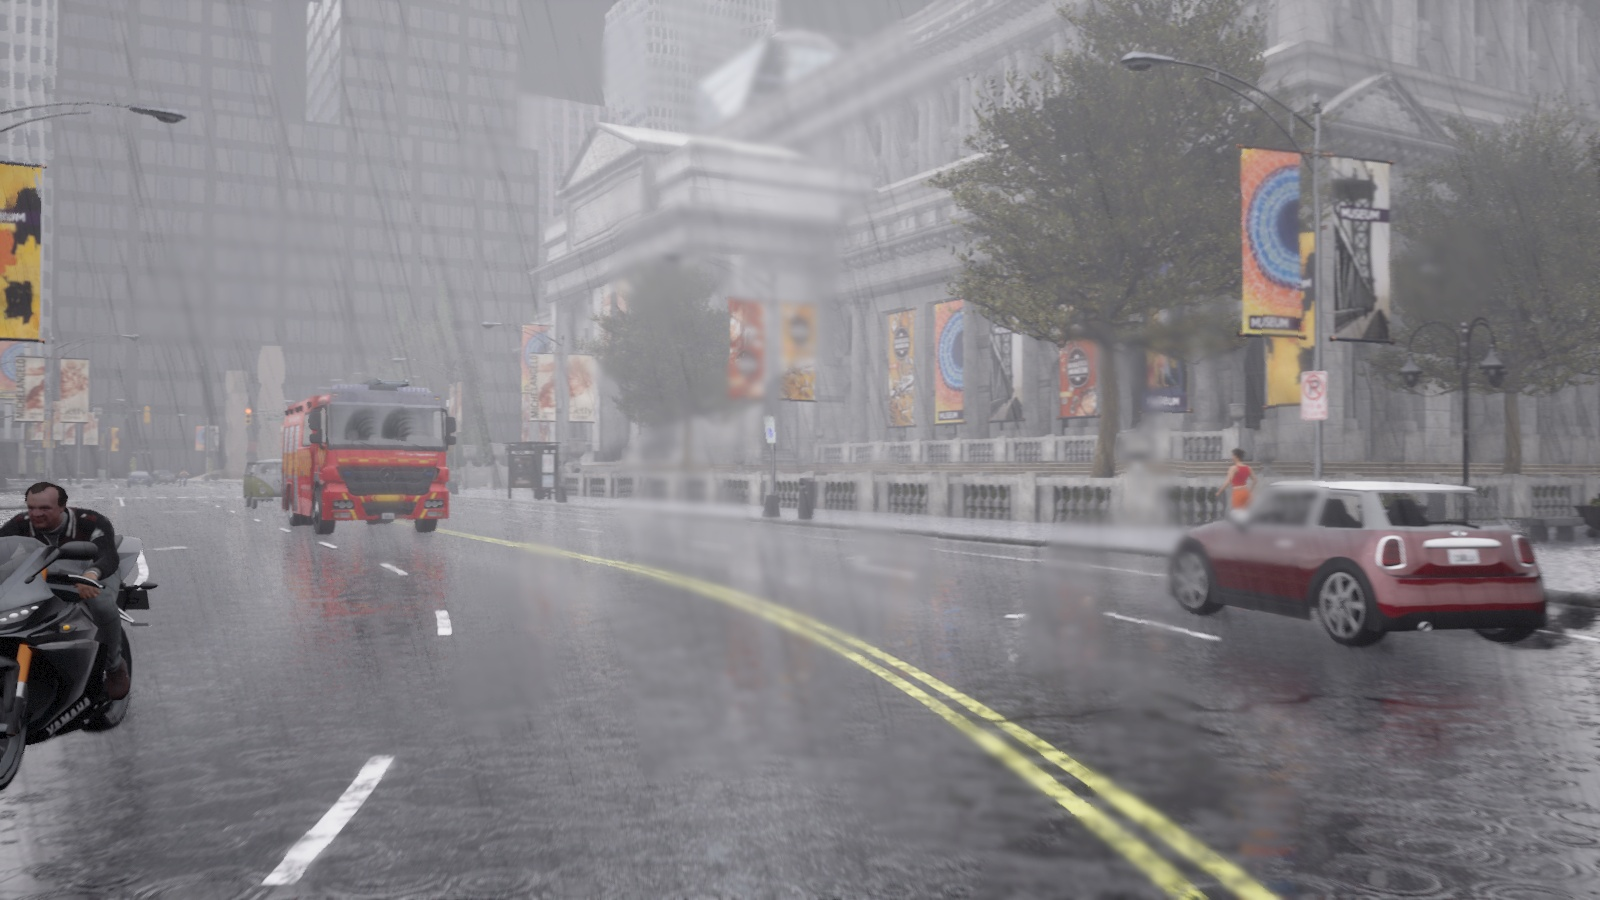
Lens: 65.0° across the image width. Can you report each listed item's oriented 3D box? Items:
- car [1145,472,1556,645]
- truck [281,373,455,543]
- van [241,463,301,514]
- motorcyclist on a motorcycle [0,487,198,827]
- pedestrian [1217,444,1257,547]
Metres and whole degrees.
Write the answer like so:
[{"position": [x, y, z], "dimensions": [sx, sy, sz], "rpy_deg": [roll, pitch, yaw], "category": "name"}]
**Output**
[{"position": [5.374, 0.970, 12.884], "dimensions": [1.970, 1.475, 3.806], "rpy_deg": [0, -1, -13], "category": "car"}, {"position": [-11.494, 0.255, 32.787], "dimensions": [2.891, 3.827, 8.468], "rpy_deg": [0, -1, -29], "category": "truck"}, {"position": [-21.484, 1.524, 50.913], "dimensions": [1.775, 1.987, 4.442], "rpy_deg": [0, -1, -29], "category": "van"}, {"position": [-4.052, 0.983, 6.814], "dimensions": [0.866, 1.530, 2.191], "rpy_deg": [0, -1, -10], "category": "motorcyclist on a motorcycle"}, {"position": [7.895, 0.813, 22.684], "dimensions": [0.345, 1.836, 0.594], "rpy_deg": [0, -1, -26], "category": "pedestrian"}]
